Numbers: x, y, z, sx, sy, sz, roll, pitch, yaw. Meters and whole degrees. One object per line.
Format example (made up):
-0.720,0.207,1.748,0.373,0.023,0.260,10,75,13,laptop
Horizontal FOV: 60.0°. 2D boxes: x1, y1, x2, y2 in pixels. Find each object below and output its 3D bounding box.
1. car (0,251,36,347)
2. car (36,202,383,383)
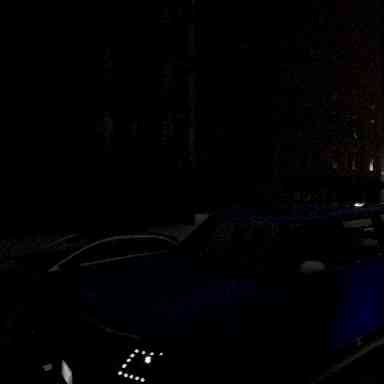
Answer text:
-1.816,1.480,6.382,4.902,1.511,2.128,0,0,-35,car
1.156,1.202,4.508,5.566,2.045,2.150,-1,0,-35,car
